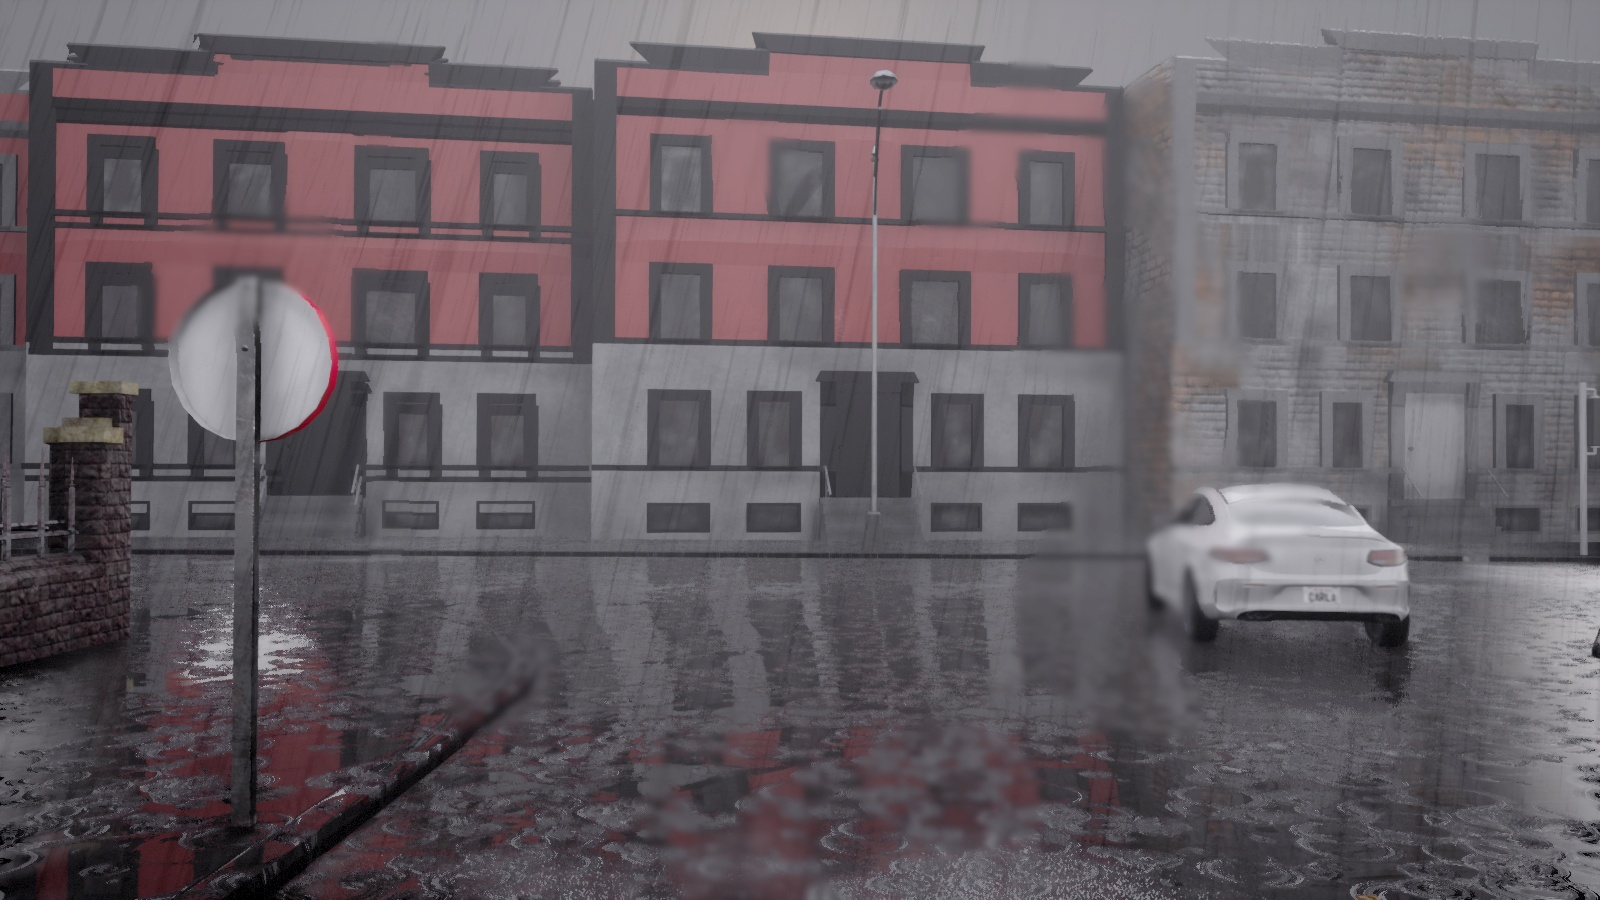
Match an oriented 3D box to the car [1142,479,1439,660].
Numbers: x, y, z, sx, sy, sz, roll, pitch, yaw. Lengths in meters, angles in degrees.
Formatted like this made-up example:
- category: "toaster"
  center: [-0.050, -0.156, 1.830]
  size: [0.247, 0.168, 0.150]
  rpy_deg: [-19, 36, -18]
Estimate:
- category: "car"
  center: [4.666, 1.034, 12.698]
  size: [1.812, 1.442, 4.674]
  rpy_deg: [-1, -1, 9]
